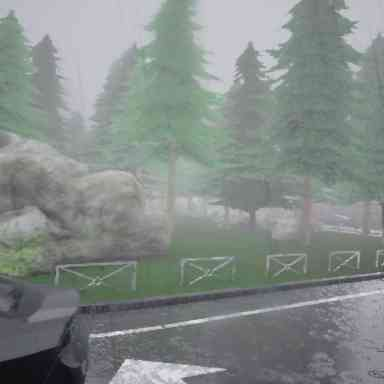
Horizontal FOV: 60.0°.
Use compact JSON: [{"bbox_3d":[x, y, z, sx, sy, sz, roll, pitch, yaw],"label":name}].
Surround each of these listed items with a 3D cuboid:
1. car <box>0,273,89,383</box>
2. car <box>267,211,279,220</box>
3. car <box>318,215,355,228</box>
[{"bbox_3d":[-3.303,1.387,2.368,4.892,1.490,1.837,0,1,-25],"label":"car"},{"bbox_3d":[11.209,3.529,51.057,1.837,1.490,4.892,4,-2,-28],"label":"car"},{"bbox_3d":[19.206,3.888,44.474,1.837,1.490,4.892,4,-2,-31],"label":"car"}]
